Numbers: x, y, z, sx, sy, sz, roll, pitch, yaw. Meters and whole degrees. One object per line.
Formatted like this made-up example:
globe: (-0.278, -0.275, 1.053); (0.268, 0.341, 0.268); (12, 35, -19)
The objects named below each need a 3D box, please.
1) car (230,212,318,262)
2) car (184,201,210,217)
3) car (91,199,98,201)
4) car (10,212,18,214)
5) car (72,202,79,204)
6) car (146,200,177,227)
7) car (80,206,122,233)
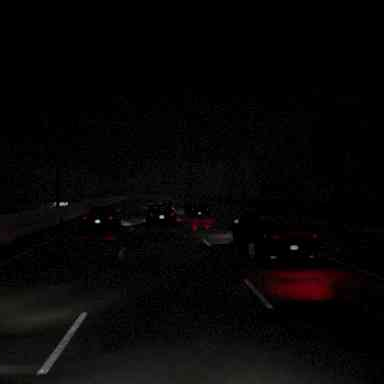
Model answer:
car: (2.683, 1.442, 12.022); (1.882, 1.535, 5.008); (0, 0, -6)
car: (0.361, 1.527, 30.751); (1.895, 1.301, 4.718); (0, 0, -7)
car: (-17.935, 1.426, 61.400); (1.812, 1.442, 4.674); (0, 0, -7)
car: (-12.682, 1.474, 21.073); (2.128, 1.511, 4.902); (0, 0, -8)
car: (-21.401, 1.409, 60.927); (2.128, 1.511, 4.902); (0, 0, -7)
car: (-2.121, 1.516, 22.625); (1.994, 1.385, 4.181); (0, 0, -7)
car: (-5.262, 1.531, 19.618); (1.994, 1.385, 4.181); (0, 0, -7)
